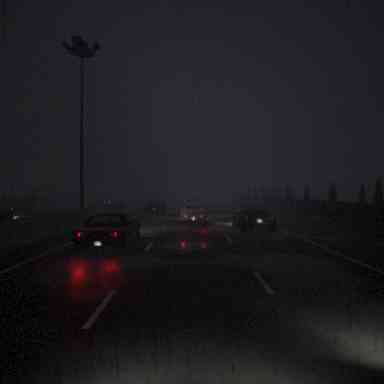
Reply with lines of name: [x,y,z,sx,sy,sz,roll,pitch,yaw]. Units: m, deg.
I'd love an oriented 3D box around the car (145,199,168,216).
car: [-3.403,1.423,32.388,1.882,1.535,5.008,0,0,0]

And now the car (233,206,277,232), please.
car: [3.598,1.521,19.633,1.994,1.385,4.181,0,0,0]

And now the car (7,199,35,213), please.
car: [-17.592,1.448,33.405,1.837,1.490,4.892,0,0,0]

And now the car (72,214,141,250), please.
car: [-3.402,1.567,14.239,1.895,1.301,4.718,0,0,0]

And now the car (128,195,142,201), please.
car: [-10.507,1.306,61.830,2.097,1.767,4.553,0,0,0]

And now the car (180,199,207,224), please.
car: [0.102,1.478,23.858,1.812,1.442,4.674,0,0,0]

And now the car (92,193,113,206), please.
car: [-14.028,1.163,52.489,2.150,2.045,5.566,0,0,0]

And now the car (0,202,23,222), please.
car: [-10.600,1.454,16.016,2.128,1.511,4.902,0,0,0]
